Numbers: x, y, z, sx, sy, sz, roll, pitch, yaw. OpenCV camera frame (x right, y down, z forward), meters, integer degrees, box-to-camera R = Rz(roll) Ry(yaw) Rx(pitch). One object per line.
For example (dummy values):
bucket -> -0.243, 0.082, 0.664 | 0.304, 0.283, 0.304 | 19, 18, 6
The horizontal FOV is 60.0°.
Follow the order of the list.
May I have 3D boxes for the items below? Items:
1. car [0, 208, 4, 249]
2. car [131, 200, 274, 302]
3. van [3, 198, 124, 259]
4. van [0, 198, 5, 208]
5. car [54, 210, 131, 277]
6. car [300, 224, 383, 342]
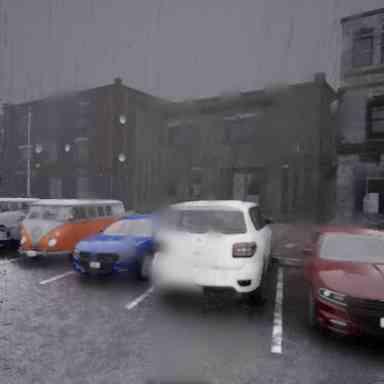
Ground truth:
car -> -6.511, 1.508, 13.781 | 2.163, 1.488, 4.792 | 0, -1, 15
car -> 0.835, 1.231, 8.539 | 2.435, 2.045, 5.566 | 0, -1, 15
van -> -4.088, 1.252, 11.892 | 1.878, 1.987, 4.442 | 1, -1, 15
van -> -8.997, 1.250, 15.385 | 1.878, 1.987, 4.442 | 1, -1, 15
car -> -1.613, 1.481, 10.258 | 2.097, 1.535, 5.008 | 1, -1, 16
car -> 3.278, 1.483, 6.764 | 2.097, 1.535, 5.008 | 1, -1, 16
